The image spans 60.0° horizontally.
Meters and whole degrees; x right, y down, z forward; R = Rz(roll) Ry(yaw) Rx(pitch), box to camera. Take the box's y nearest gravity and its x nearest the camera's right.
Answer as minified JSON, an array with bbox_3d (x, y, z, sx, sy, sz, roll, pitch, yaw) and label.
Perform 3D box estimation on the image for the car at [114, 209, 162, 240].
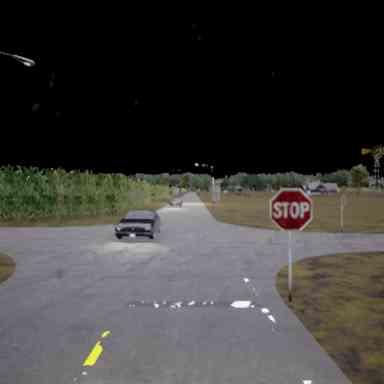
[{"bbox_3d":[-2.658,1.608,17.633,2.033,1.411,5.357,1,-1,0],"label":"car"}]

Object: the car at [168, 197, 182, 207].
[{"bbox_3d":[-2.527,1.568,51.496,2.128,1.511,4.902,0,0,0],"label":"car"}]
